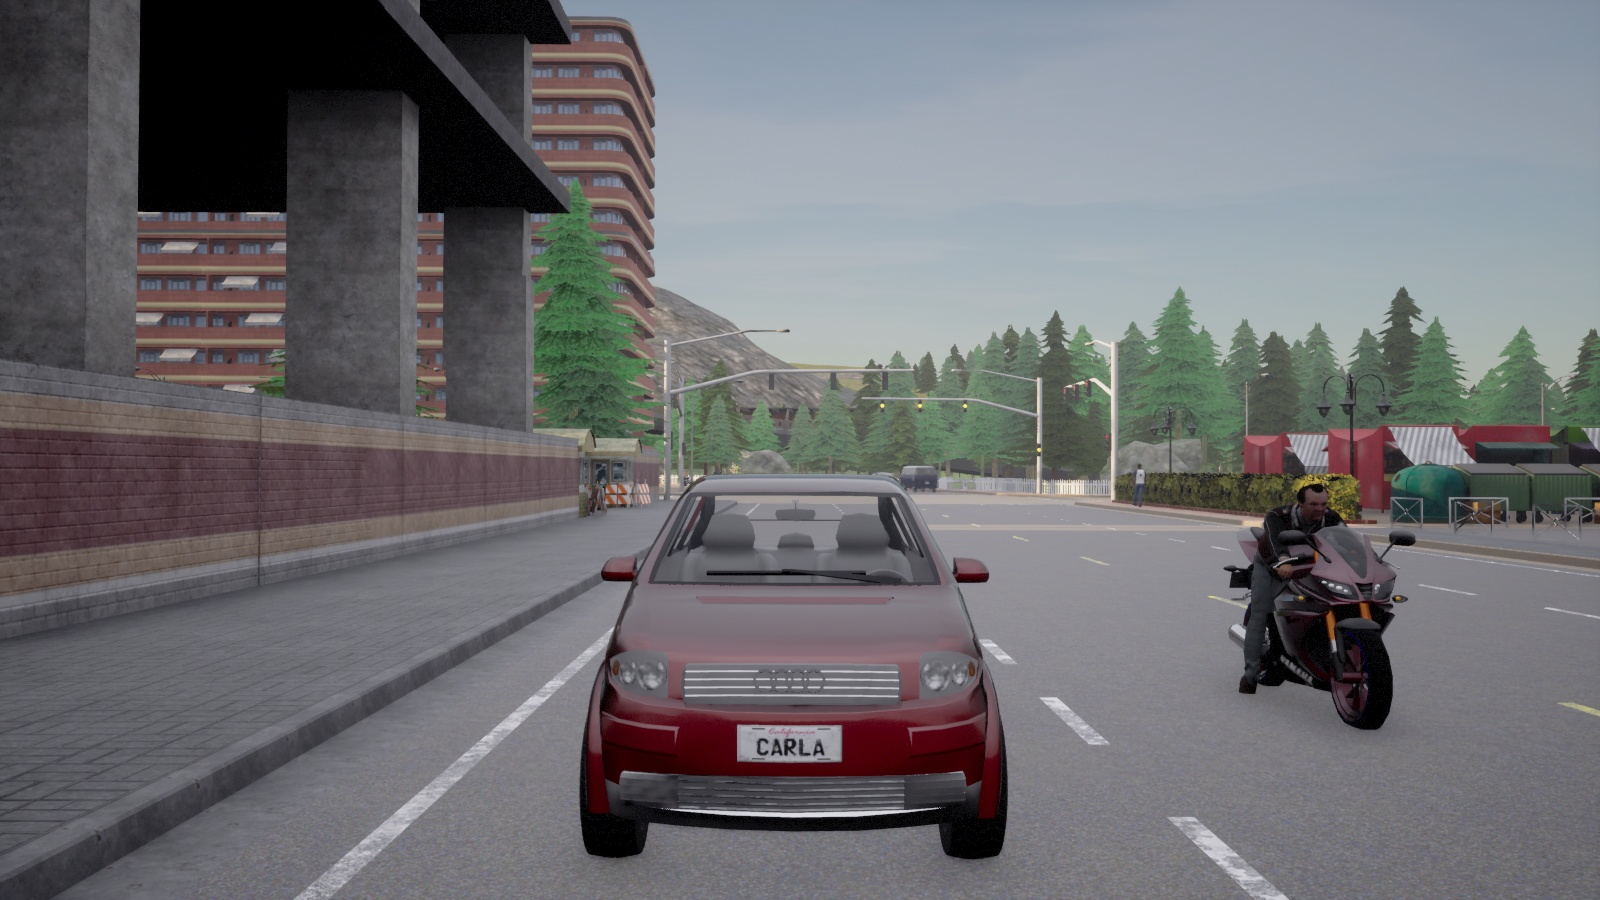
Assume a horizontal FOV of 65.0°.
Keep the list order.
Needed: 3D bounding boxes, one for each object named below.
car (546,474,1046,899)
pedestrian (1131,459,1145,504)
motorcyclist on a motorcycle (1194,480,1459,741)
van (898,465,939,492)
[{"bbox_3d":[-0.016,0.900,6.363,1.789,1.549,3.705,0,-1,0],"label":"car"},{"bbox_3d":[13.786,1.272,51.242,0.354,1.836,0.706,0,-1,0],"label":"pedestrian"},{"bbox_3d":[3.476,0.979,8.565,0.866,1.530,2.191,0,-1,0],"label":"motorcyclist on a motorcycle"},{"bbox_3d":[8.784,2.098,93.495,1.775,1.987,4.442,0,-1,-13],"label":"van"}]
